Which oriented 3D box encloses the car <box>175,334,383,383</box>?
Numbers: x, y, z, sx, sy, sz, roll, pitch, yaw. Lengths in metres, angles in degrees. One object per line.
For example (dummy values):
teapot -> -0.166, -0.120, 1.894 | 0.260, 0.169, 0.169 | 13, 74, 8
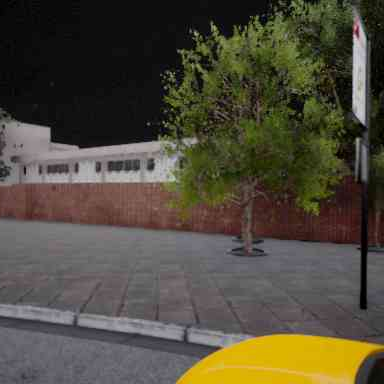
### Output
car -> 2.096, 1.478, 1.436 | 5.008, 1.535, 1.882 | 0, 0, 28
